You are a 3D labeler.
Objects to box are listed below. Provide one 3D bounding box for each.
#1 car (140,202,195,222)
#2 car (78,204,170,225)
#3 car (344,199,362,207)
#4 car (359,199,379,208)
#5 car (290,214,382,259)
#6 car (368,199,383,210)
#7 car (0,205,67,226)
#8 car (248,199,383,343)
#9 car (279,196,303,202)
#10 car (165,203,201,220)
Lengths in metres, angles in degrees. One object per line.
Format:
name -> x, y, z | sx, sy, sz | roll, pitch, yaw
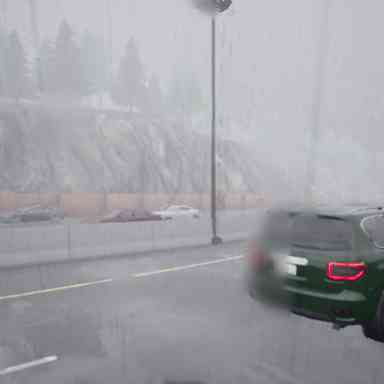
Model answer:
car -> -2.159, 1.771, 30.600 | 1.882, 1.535, 5.008 | -1, -1, 44
car -> -3.989, 1.664, 19.033 | 5.008, 1.535, 1.882 | 0, 0, -42
car -> 31.387, 2.132, 64.803 | 1.994, 1.385, 4.181 | -1, -1, 44
car -> 32.379, 2.017, 60.810 | 1.882, 1.535, 5.008 | -1, -1, 44
car -> 6.200, 1.729, 14.006 | 4.718, 1.301, 1.895 | 0, -1, -44
car -> 30.325, 1.954, 53.743 | 1.882, 1.535, 5.008 | -1, -1, 45
car -> -12.278, 1.750, 25.730 | 4.902, 1.511, 2.128 | 0, -1, -41
car -> 3.530, 1.284, 6.833 | 5.566, 2.045, 2.150 | 0, -1, -40
car -> 16.129, 1.718, 54.272 | 2.150, 2.045, 5.566 | -1, -1, 45
car -> -1.271, 1.780, 26.508 | 1.812, 1.442, 4.674 | -1, -1, 45
